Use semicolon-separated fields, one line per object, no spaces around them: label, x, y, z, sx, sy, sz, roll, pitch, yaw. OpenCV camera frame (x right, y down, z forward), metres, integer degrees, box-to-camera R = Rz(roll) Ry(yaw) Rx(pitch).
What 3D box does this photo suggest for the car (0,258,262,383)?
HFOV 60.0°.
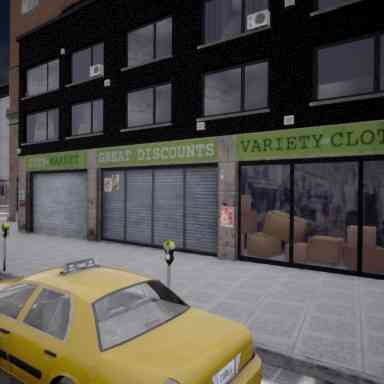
car;-1.579;1.524;4.217;4.829;1.417;1.752;0;1;35
